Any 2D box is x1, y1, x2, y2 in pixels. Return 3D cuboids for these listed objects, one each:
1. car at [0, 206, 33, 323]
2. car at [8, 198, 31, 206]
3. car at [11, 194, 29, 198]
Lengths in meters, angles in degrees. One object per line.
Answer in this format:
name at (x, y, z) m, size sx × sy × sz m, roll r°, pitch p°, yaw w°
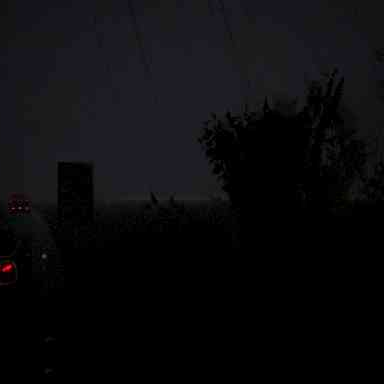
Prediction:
car at (-4.514, 1.358, 6.888) m, size 2.097 × 1.767 × 4.553 m, roll 0°, pitch 0°, yaw -24°
car at (-17.492, 1.589, 33.899) m, size 2.033 × 1.411 × 5.357 m, roll 0°, pitch 0°, yaw -27°
car at (-22.406, 1.286, 43.076) m, size 2.150 × 2.045 × 5.566 m, roll 0°, pitch 0°, yaw -29°
